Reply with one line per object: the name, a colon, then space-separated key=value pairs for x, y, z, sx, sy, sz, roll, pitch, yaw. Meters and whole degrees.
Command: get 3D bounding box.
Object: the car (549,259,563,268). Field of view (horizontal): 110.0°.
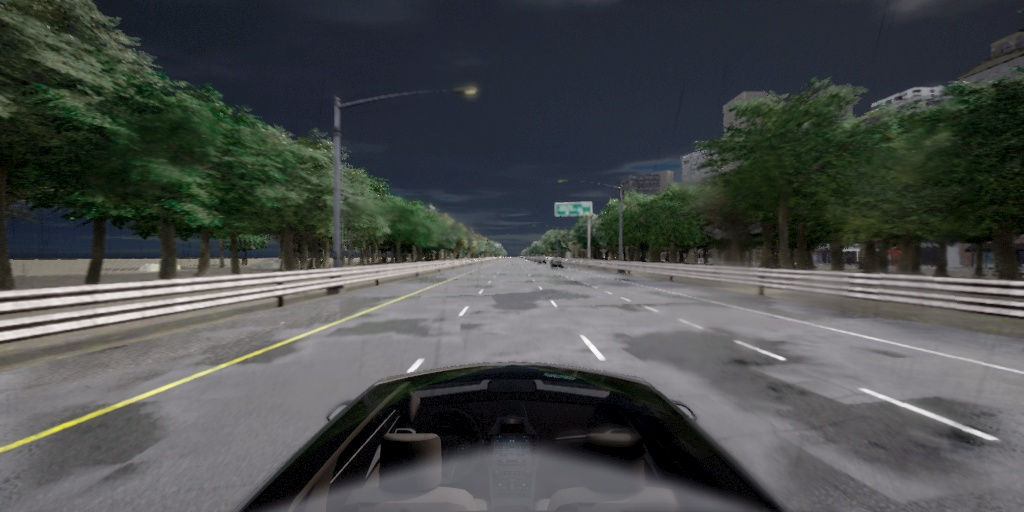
car: x=7.171 y=1.250 z=58.842 sx=1.837 sy=1.490 sz=4.892 roll=0 pitch=0 yaw=0
